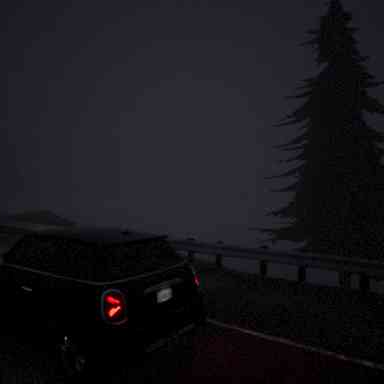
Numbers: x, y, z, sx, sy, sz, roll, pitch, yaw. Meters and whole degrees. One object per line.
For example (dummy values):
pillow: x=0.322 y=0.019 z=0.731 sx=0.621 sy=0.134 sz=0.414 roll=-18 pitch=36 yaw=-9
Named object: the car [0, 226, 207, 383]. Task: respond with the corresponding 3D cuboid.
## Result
car: x=-2.059 y=1.365 z=5.593 sx=4.553 sy=1.767 sz=2.097 roll=0 pitch=0 yaw=37
